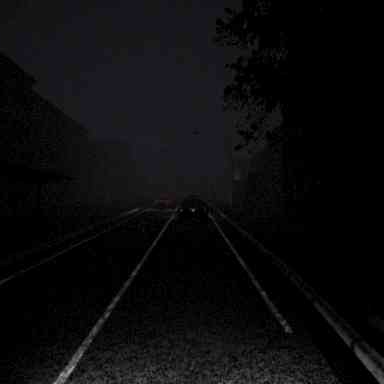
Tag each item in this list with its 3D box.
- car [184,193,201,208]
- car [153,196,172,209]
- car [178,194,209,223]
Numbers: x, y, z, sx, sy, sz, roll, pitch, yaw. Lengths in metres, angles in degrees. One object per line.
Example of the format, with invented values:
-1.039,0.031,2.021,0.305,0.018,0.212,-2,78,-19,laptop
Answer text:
0.045,1.071,42.237,2.097,1.767,4.553,0,0,0,car
-3.487,1.215,39.795,1.882,1.535,5.008,0,0,0,car
0.075,1.215,23.987,2.097,1.767,4.553,0,0,0,car
